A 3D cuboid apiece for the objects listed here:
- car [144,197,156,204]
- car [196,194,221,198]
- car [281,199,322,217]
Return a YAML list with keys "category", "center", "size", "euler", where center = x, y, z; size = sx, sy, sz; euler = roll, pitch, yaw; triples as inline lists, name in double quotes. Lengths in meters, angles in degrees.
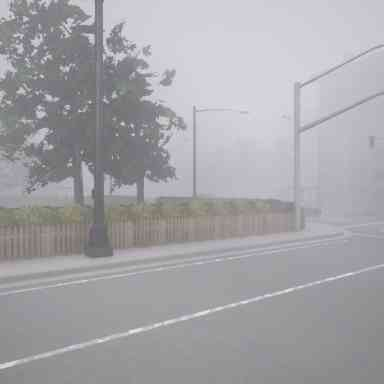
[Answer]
- category: "car"
  center: [-6.772, 1.565, 54.817]
  size: [1.994, 1.385, 4.181]
  euler: [0, 0, -35]
- category: "car"
  center: [2.312, 1.224, 41.561]
  size: [2.150, 2.045, 5.566]
  euler: [0, 0, -35]
- category: "car"
  center: [9.618, 1.478, 31.006]
  size: [1.882, 1.535, 5.008]
  euler: [0, 0, -35]
